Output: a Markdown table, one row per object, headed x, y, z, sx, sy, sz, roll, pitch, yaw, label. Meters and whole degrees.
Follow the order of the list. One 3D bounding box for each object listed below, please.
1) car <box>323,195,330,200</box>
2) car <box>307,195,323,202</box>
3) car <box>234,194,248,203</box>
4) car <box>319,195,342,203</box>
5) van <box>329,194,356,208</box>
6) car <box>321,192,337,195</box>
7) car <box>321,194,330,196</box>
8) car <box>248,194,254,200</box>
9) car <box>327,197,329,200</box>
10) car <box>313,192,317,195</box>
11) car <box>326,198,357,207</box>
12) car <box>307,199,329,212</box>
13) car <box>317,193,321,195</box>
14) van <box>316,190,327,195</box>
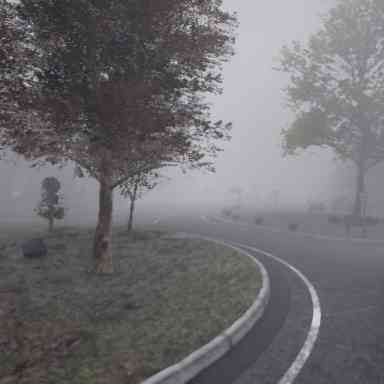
| x | y | z | sx | sy | sz | roll | pitch | yaw | label |
| --- | --- | --- | --- | --- | --- | --- | --- | --- | --- |
| 25.855 | 1.870 | 57.221 | 5.366 | 1.575 | 1.946 | 1 | 1 | 16 | car |
| 20.558 | 1.861 | 56.565 | 2.128 | 1.511 | 4.902 | 1 | 1 | 16 | car |
| 9.795 | 1.556 | 68.449 | 1.895 | 1.301 | 4.718 | 1 | 1 | 16 | car |
| 31.499 | 1.572 | 75.810 | 4.674 | 1.452 | 2.002 | 1 | 1 | 16 | car |
| 24.361 | 1.748 | 51.871 | 4.442 | 1.987 | 1.878 | 1 | 1 | 16 | van |
| 29.190 | 1.553 | 67.806 | 4.553 | 1.767 | 2.185 | 1 | 1 | 16 | car |
| 28.383 | 1.727 | 65.153 | 5.008 | 1.535 | 2.097 | 1 | 1 | 16 | car |
| 15.108 | 1.186 | 86.817 | 1.882 | 1.535 | 5.008 | 1 | 1 | 16 | car |
| 25.280 | 1.955 | 54.496 | 4.792 | 1.488 | 2.163 | 1 | 1 | 16 | car |
| 33.818 | 1.418 | 83.804 | 4.792 | 1.488 | 2.163 | 1 | 1 | 16 | car |
| 26.843 | 1.855 | 59.823 | 4.792 | 1.488 | 2.163 | 1 | 1 | 16 | car |
| 17.758 | 2.083 | 46.953 | 1.895 | 1.301 | 4.718 | 1 | 0 | 16 | car |
| 30.716 | 1.580 | 73.145 | 5.008 | 1.535 | 2.097 | 1 | 1 | 16 | car |
| 32.397 | 1.260 | 78.433 | 4.442 | 1.987 | 1.878 | 1 | 1 | 16 | van |
